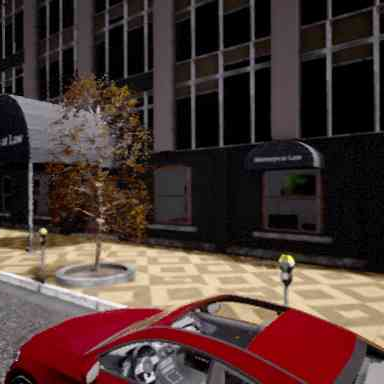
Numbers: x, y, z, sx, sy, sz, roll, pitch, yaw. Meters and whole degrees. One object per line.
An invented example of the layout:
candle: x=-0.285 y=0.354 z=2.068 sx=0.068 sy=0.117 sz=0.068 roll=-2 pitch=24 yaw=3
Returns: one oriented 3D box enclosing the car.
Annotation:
car: x=0.130 y=1.585 z=2.782 sx=4.206 sy=1.307 sz=1.802 roll=0 pitch=0 yaw=36
